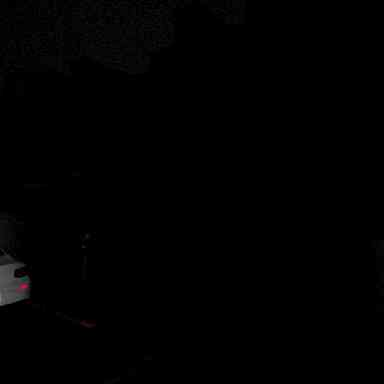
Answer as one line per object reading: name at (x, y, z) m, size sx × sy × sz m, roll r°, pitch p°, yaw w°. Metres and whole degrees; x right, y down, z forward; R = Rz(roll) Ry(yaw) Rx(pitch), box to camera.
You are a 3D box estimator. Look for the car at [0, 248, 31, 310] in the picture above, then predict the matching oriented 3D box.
car at (-4.995, 1.525, 6.562) m, size 4.674 × 1.442 × 1.812 m, roll 0°, pitch 0°, yaw 36°
